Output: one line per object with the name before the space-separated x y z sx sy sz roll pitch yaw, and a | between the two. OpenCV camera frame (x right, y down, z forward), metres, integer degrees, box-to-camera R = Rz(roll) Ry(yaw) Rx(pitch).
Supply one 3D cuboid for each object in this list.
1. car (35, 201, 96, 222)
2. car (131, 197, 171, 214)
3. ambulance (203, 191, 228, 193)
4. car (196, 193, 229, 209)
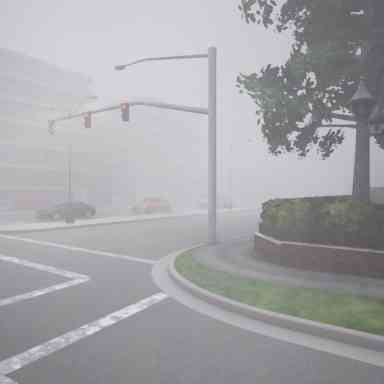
car | -10.043 1.504 26.721 1.837 1.490 4.892 0 0 36
car | -4.206 1.352 34.760 2.097 1.767 4.553 0 0 36
ambulance | 3.110 1.028 50.629 2.351 2.431 6.366 0 0 36
car | 2.873 1.351 44.496 2.097 1.767 4.553 0 0 36
